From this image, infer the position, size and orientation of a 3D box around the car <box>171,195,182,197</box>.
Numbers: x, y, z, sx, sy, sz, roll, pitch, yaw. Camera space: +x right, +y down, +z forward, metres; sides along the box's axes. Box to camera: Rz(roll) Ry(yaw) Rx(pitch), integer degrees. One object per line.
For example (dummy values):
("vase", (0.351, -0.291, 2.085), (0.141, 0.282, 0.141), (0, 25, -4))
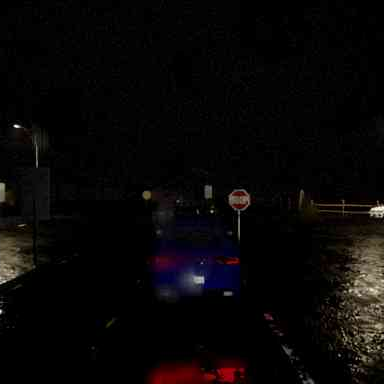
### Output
("car", (-2.849, 1.312, 50.034), (2.097, 1.767, 4.553), (0, 0, 0))

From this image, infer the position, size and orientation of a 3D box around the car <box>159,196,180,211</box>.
("car", (-2.854, 1.537, 40.101), (1.994, 1.385, 4.181), (0, 0, 0))

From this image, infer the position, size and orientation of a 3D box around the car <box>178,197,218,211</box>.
("car", (0.745, 1.489, 32.146), (1.837, 1.490, 4.892), (-3, 1, -26))

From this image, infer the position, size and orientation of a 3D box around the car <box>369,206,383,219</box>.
("car", (16.424, 1.432, 25.986), (4.674, 1.442, 1.812), (0, 1, 2))

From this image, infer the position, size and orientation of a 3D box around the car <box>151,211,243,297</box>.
("car", (0.086, 1.475, 8.627), (1.882, 1.535, 5.008), (0, 0, 0))

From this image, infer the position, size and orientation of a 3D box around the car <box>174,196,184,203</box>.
("car", (-2.777, 1.525, 70.303), (1.895, 1.301, 4.718), (0, 0, 0))

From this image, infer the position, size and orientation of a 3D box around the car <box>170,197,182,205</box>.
("car", (-2.842, 1.547, 59.979), (1.895, 1.301, 4.718), (0, 0, 0))
